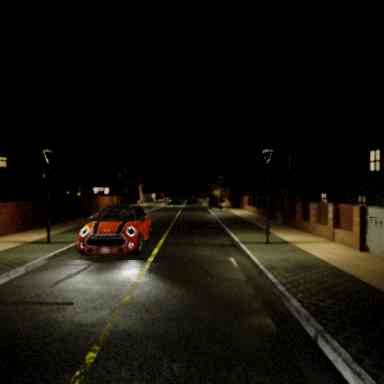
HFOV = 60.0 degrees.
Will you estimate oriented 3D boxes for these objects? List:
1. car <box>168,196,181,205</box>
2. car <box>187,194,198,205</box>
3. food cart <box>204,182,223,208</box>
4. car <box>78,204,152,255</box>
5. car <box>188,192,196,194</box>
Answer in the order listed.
[{"bbox_3d":[-2.780,1.389,54.773,1.837,1.490,4.892,0,0,0],"label":"car"},{"bbox_3d":[0.037,1.431,55.713,2.033,1.411,5.357,0,0,0],"label":"car"},{"bbox_3d":[3.081,0.365,48.350,2.280,3.560,4.660,1,1,0],"label":"food cart"},{"bbox_3d":[-2.840,1.326,13.132,2.097,1.767,4.553,0,0,0],"label":"car"},{"bbox_3d":[0.050,0.919,71.820,2.150,2.045,5.566,0,0,0],"label":"car"}]
